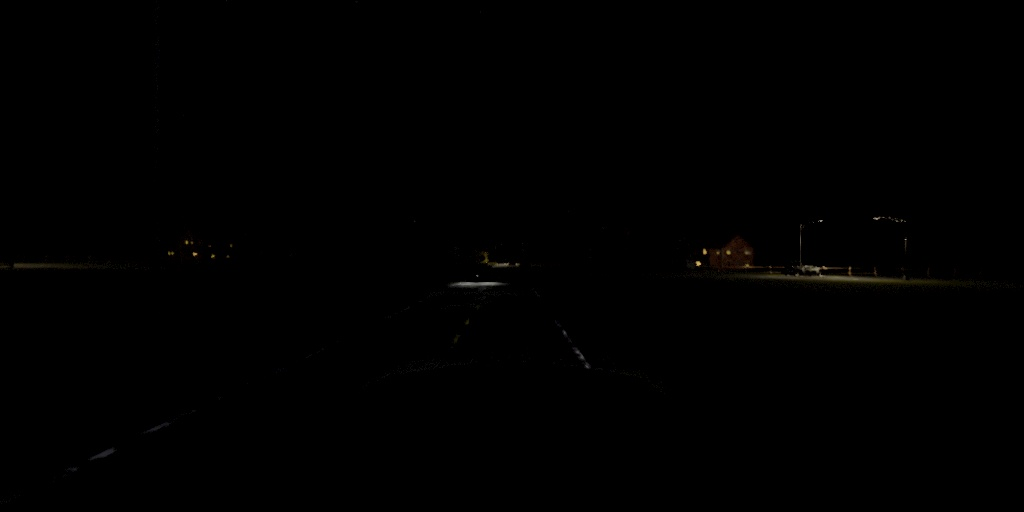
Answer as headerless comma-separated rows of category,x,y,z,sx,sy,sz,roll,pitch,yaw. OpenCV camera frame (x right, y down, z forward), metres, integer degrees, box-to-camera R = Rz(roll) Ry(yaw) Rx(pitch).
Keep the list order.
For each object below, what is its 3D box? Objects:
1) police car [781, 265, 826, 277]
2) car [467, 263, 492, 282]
police car,39.003,1.960,48.015,5.238,1.638,1.930,1,0,0
car,-2.787,1.405,31.310,1.837,1.490,4.892,0,-1,1
